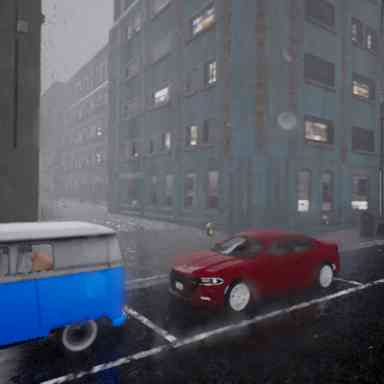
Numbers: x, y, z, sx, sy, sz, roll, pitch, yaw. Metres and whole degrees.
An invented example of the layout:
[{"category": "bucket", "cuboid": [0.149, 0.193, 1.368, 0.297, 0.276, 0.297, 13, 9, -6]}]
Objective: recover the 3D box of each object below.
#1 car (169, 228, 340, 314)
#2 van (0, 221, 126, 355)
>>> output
[{"category": "car", "cuboid": [1.597, 1.574, 7.690, 4.507, 1.381, 1.887, 0, 0, -35]}, {"category": "van", "cuboid": [-2.898, 1.341, 4.482, 3.998, 1.788, 1.690, 0, 0, -35]}]
